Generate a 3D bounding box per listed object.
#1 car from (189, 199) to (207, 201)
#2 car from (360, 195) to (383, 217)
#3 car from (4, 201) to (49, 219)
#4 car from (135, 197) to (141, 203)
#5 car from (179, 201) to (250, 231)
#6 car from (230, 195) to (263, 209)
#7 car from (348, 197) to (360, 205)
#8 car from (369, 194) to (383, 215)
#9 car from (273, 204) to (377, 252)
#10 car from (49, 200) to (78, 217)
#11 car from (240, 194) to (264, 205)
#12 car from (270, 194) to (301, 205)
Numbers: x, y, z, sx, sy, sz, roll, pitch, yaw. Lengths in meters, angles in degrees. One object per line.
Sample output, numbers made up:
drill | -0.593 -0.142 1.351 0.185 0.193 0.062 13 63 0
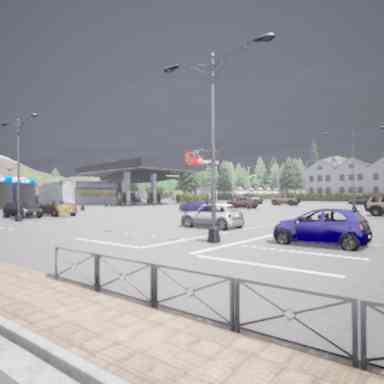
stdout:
car | 0.249 1.509 36.507 3.633 1.501 1.845 -1 0 39
car | 16.904 1.140 27.583 4.605 1.855 1.932 -1 0 39
car | -15.126 1.585 29.712 4.514 1.523 2.007 -1 0 39
car | -15.002 2.003 82.858 2.242 1.667 4.611 -1 0 39
car | 1.188 1.483 20.266 3.806 1.475 1.970 -1 0 39
car | 6.597 1.489 44.224 4.514 1.523 2.007 -1 0 39
car | 27.165 1.410 52.481 4.514 1.523 2.007 -1 0 39
car | 18.421 1.124 30.096 3.866 1.878 1.905 -1 0 39
car | 5.055 1.412 13.266 3.633 1.501 1.845 -1 0 39
car | -13.185 1.577 32.176 5.027 1.636 2.152 -1 0 39
car | 10.999 1.330 60.949 3.866 1.878 1.905 -1 0 39
car | 15.019 1.287 53.429 4.605 1.855 1.932 -1 0 39
